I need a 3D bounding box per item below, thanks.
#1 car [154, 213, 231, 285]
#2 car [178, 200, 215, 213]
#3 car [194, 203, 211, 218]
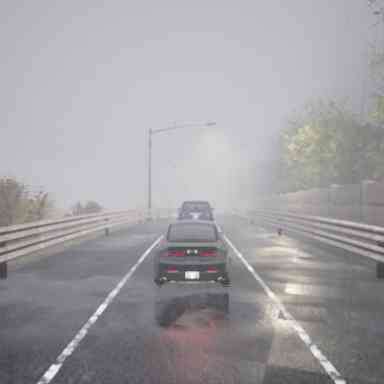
[{"bbox_3d":[0.013,1.554,9.553,1.837,1.490,4.892,0,-1,0],"label":"car"},{"bbox_3d":[0.263,1.565,21.291,2.150,2.045,5.566,0,-2,1],"label":"car"},{"bbox_3d":[1.548,2.671,47.875,2.150,2.045,5.566,0,-3,4],"label":"car"}]
